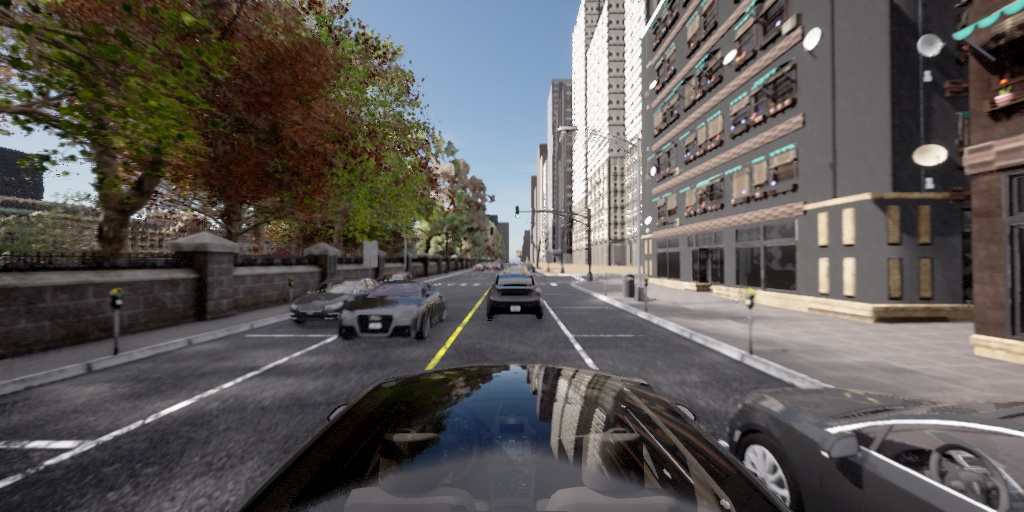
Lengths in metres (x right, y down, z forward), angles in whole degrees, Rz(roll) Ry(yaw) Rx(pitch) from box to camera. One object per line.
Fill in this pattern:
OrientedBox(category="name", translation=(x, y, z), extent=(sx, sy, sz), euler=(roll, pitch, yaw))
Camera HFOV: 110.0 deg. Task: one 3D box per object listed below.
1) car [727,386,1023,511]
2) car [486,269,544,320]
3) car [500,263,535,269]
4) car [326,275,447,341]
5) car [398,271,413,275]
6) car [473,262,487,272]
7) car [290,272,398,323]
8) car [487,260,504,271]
OrientedBox(category="car", translation=(2.688, 1.297, 1.337), extent=(2.007, 1.370, 4.403), euler=(0, 0, 0))
OrientedBox(category="car", translation=(0.099, 1.375, 13.144), extent=(1.837, 1.490, 4.892), euler=(0, -1, 0))
OrientedBox(category="car", translation=(0.523, 1.507, 27.723), extent=(1.882, 1.535, 5.008), euler=(0, -1, 6))
OrientedBox(category="car", translation=(-3.094, 1.403, 10.093), extent=(1.994, 1.385, 4.181), euler=(0, -1, 0))
OrientedBox(category="car", translation=(-5.824, 1.468, 17.948), extent=(1.888, 1.381, 4.507), euler=(0, 0, 0))
OrientedBox(category="car", translation=(-5.702, 1.994, 61.496), extent=(1.802, 1.307, 4.207), euler=(0, 0, 0))
OrientedBox(category="car", translation=(-5.771, 1.414, 12.408), extent=(2.007, 1.370, 4.403), euler=(0, 0, 0))
OrientedBox(category="car", translation=(-3.041, 1.805, 65.079), extent=(2.097, 1.767, 4.553), euler=(0, -1, 1))
